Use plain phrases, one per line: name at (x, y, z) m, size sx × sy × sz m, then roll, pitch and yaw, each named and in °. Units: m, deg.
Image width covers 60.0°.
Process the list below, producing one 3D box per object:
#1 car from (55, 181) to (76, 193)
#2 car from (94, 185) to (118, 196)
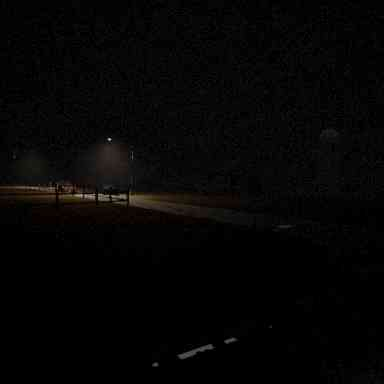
car at (-18.898, -0.831, 49.814) m, size 2.097 × 1.767 × 4.553 m, roll 2°, pitch 1°, yaw -36°
car at (-11.306, -0.210, 43.991) m, size 1.812 × 1.442 × 4.674 m, roll 2°, pitch 2°, yaw -36°
